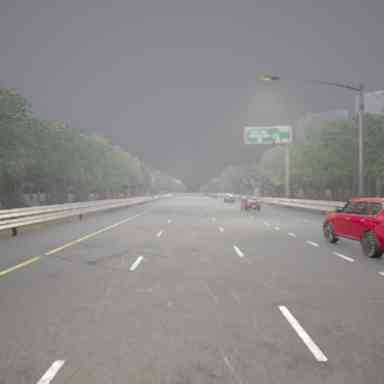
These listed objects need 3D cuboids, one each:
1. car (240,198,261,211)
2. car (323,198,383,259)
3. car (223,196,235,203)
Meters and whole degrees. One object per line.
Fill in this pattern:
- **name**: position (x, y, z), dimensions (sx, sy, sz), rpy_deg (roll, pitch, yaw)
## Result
- **car**: position (7.078, 1.503, 40.202), dimensions (1.812, 1.442, 4.674), rpy_deg (0, 0, 0)
- **car**: position (7.007, 1.219, 12.704), dimensions (2.150, 2.045, 5.566), rpy_deg (0, 0, 0)
- **car**: position (7.165, 1.431, 64.806), dimensions (2.128, 1.511, 4.902), rpy_deg (0, 0, 0)
